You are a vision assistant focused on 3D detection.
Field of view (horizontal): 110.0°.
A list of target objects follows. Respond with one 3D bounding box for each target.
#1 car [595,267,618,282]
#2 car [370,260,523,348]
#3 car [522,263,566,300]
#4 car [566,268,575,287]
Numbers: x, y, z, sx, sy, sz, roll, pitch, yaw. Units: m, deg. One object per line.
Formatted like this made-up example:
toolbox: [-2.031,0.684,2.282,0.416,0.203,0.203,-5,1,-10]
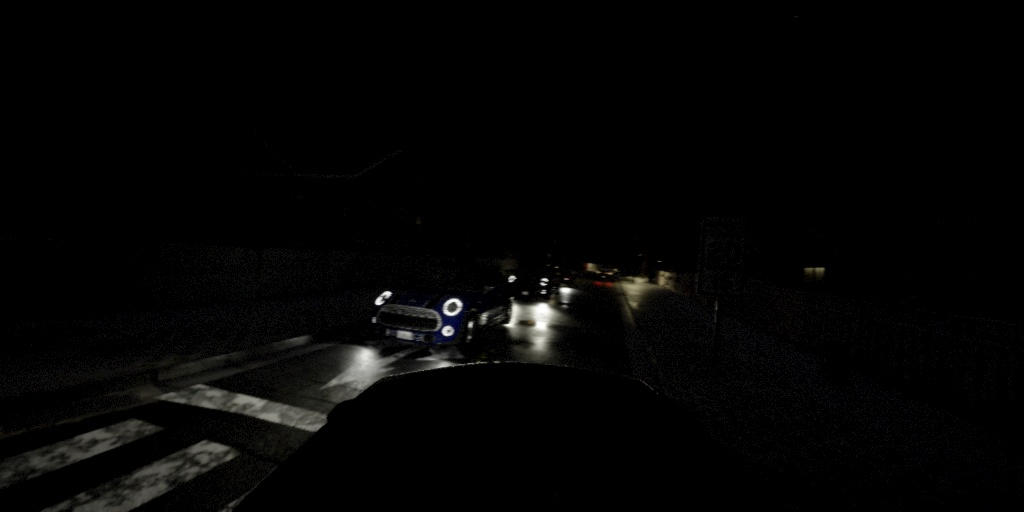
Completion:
car: [10.650,2.087,40.977,2.128,1.511,4.902,5,0,18]
car: [-1.424,0.975,9.045,2.097,1.767,4.553,5,0,15]
car: [1.265,1.192,18.752,2.097,1.767,4.553,5,0,16]
car: [4.046,1.610,28.829,2.033,1.411,5.357,5,0,15]
